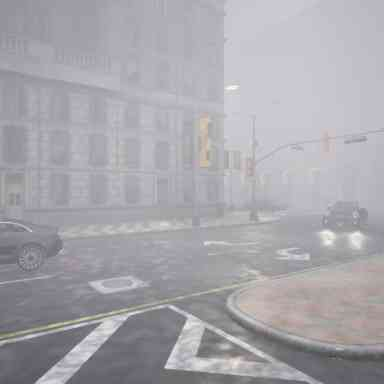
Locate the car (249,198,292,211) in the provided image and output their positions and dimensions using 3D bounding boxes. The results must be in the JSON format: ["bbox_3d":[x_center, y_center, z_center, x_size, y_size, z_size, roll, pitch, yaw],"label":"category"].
[{"bbox_3d":[9.989,1.547,42.851,2.033,1.411,5.357,0,0,-36],"label":"car"}]

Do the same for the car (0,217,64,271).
[{"bbox_3d":[-6.229,1.491,9.380,4.902,1.511,2.128,0,0,-35],"label":"car"}]

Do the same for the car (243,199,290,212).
[{"bbox_3d":[8.382,1.547,39.084,2.033,1.411,5.357,0,0,-36],"label":"car"}]

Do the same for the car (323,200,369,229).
[{"bbox_3d":[10.095,1.352,21.647,2.097,1.767,4.553,0,0,35],"label":"car"}]
